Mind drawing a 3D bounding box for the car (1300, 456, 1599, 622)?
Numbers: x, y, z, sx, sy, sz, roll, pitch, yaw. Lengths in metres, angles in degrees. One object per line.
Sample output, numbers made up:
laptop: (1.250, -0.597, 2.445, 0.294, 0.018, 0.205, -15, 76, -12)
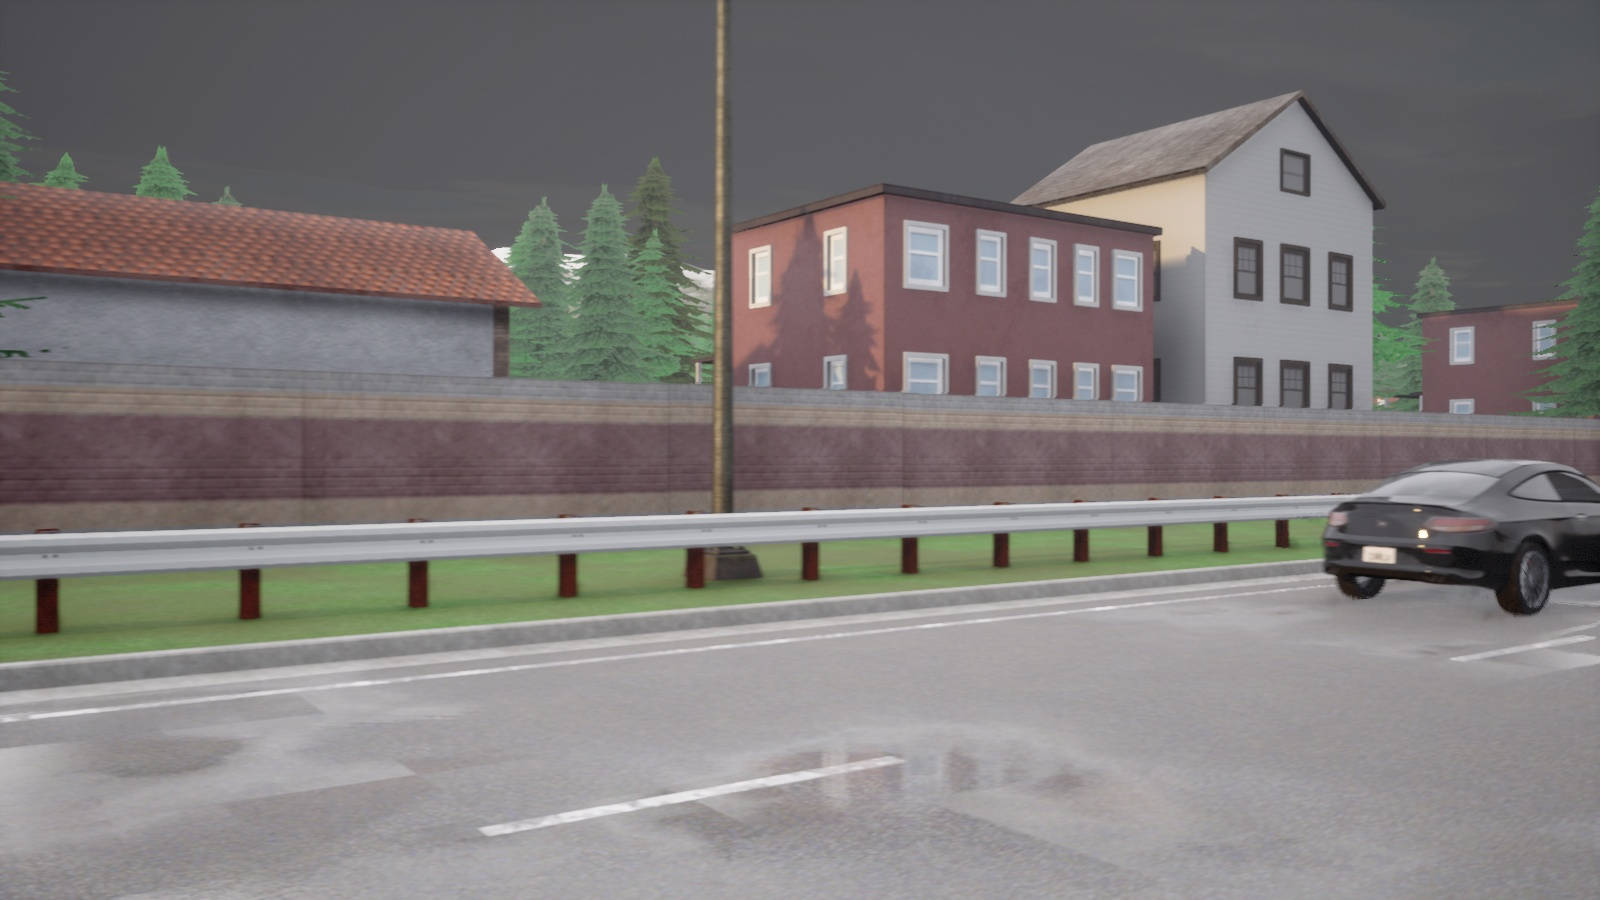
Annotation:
car: (7.410, 0.787, 13.080, 4.674, 1.442, 1.812, 0, 0, -35)
